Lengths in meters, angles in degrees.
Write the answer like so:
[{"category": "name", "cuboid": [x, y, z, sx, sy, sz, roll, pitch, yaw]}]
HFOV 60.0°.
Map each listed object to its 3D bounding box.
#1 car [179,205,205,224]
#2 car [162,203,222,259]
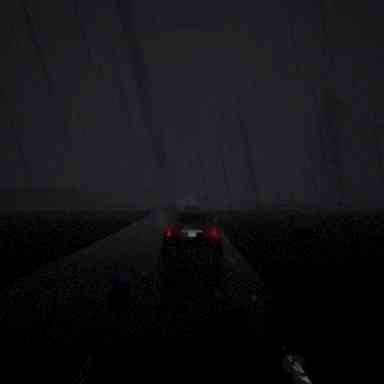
[{"category": "car", "cuboid": [0.013, 1.848, 28.506, 1.994, 1.385, 4.181, 0, 0, 0]}, {"category": "car", "cuboid": [0.016, 1.488, 13.394, 2.097, 1.767, 4.553, 0, -1, 0]}]
